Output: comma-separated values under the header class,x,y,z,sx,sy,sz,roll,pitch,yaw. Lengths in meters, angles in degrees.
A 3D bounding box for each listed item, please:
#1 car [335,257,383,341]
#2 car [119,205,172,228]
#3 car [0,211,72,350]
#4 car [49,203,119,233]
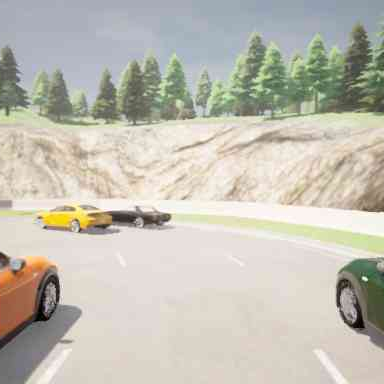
class,x,y,z,sx,sy,sz,roll,pitch,yaw
car,3.596,1.330,4.045,2.097,1.767,4.553,0,0,-1
car,-3.650,1.478,20.949,4.718,1.301,1.895,0,0,36
car,-3.444,1.324,4.289,2.097,1.767,4.553,0,0,-1
car,-6.780,1.366,18.810,5.008,1.535,1.882,0,-1,32
